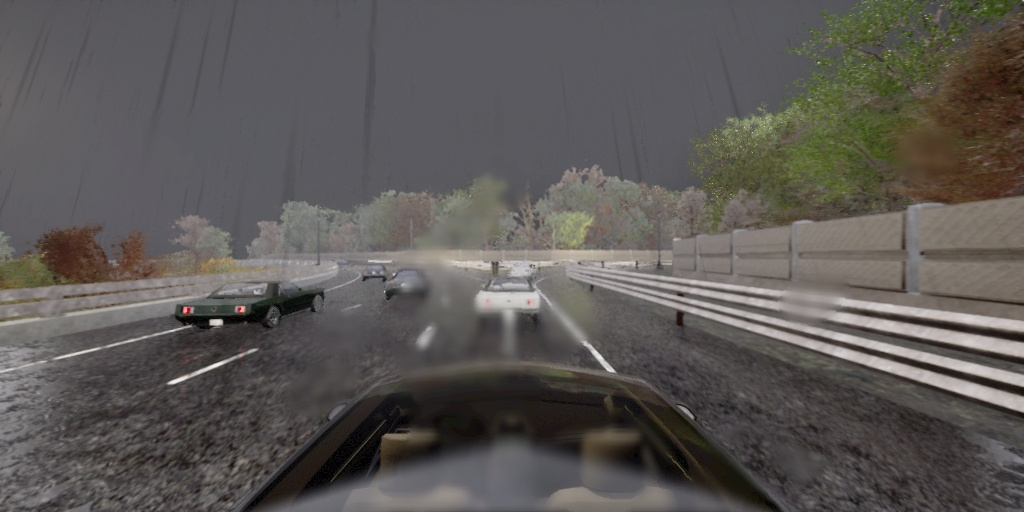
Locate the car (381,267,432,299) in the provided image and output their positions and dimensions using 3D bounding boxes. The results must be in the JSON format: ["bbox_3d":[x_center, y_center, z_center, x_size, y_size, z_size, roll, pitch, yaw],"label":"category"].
[{"bbox_3d":[-5.212,1.361,18.501,1.994,1.385,4.181,0,0,-10],"label":"car"}]

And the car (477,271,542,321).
[{"bbox_3d":[-0.083,1.374,12.498,1.895,1.301,4.718,0,0,0],"label":"car"}]

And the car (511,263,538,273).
[{"bbox_3d":[1.019,1.335,30.984,1.812,1.442,4.674,0,0,10],"label":"car"}]

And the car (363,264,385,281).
[{"bbox_3d":[-11.701,1.384,30.835,2.033,1.411,5.357,0,0,-17],"label":"car"}]

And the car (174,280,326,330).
[{"bbox_3d":[-7.658,1.387,11.215,1.895,1.301,4.718,0,0,-6],"label":"car"}]
